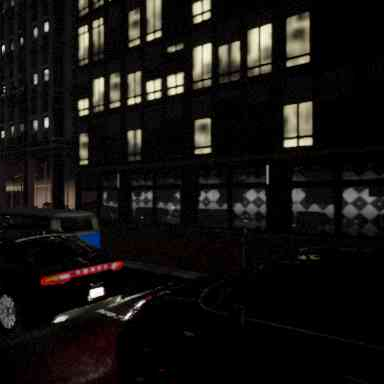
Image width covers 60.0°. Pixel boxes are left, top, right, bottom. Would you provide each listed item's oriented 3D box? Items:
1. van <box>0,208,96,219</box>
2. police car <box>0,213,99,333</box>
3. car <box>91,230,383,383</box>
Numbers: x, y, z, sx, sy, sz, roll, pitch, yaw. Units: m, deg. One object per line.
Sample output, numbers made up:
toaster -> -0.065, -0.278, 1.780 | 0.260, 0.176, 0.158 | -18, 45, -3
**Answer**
van -> -4.477, 1.386, 9.813 | 3.998, 1.788, 1.690 | 0, -1, 36
police car -> -3.667, 1.458, 7.011 | 5.238, 1.638, 1.930 | 0, 0, 36
car -> 1.310, 1.374, 3.415 | 4.553, 1.767, 2.097 | 0, 0, 36
